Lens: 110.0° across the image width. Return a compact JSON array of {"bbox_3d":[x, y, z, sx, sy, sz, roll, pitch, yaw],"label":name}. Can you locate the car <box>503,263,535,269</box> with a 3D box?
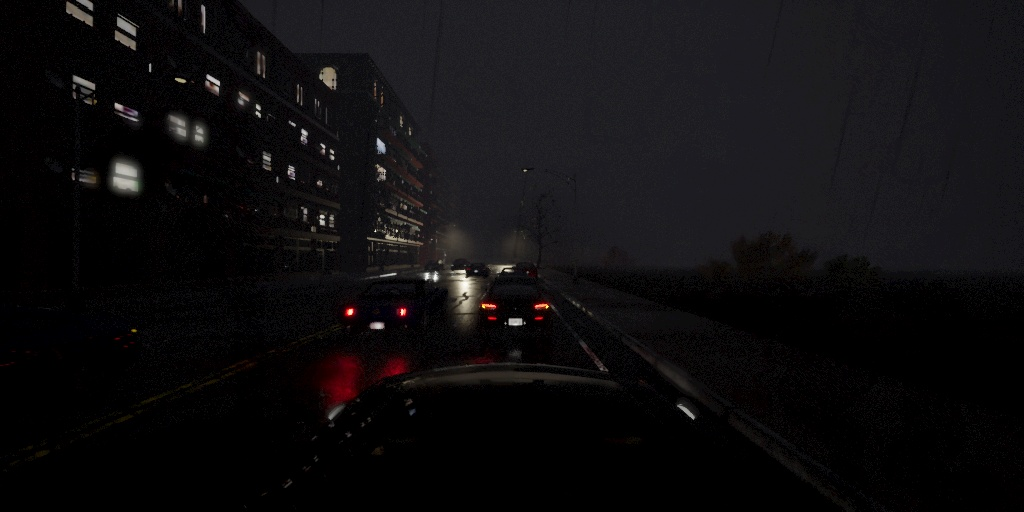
[{"bbox_3d":[0.061,1.317,20.322,1.994,1.385,4.181,0,0,0],"label":"car"}]

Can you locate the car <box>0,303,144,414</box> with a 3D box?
[{"bbox_3d":[-6.606,1.276,3.619,1.812,1.442,4.674,0,0,0],"label":"car"}]

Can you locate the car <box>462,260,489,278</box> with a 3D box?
[{"bbox_3d":[-3.219,1.318,34.217,1.994,1.385,4.181,0,0,0],"label":"car"}]

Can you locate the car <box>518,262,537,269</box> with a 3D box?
[{"bbox_3d":[1.077,1.232,29.850,1.882,1.535,5.008,0,0,0],"label":"car"}]

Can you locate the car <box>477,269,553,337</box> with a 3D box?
[{"bbox_3d":[0.074,1.277,10.155,1.812,1.442,4.674,0,0,0],"label":"car"}]

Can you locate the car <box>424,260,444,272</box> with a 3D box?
[{"bbox_3d":[-9.944,1.245,46.056,2.128,1.511,4.902,0,0,0],"label":"car"}]

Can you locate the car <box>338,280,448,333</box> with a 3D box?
[{"bbox_3d":[-3.171,1.352,10.665,1.895,1.301,4.718,0,0,0],"label":"car"}]

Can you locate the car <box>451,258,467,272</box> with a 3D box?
[{"bbox_3d":[-6.695,1.105,46.885,2.097,1.767,4.553,0,0,0],"label":"car"}]
